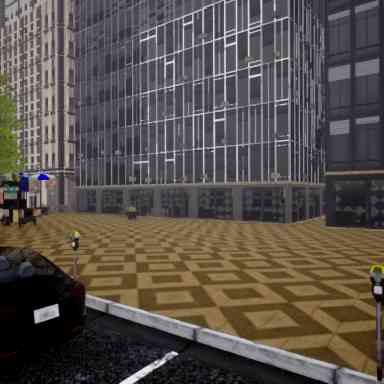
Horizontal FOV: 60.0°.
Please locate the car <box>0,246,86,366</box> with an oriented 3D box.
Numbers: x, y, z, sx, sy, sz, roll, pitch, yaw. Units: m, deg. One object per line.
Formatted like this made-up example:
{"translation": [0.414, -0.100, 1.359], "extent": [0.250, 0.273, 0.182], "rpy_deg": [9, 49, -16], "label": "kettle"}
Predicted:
{"translation": [-3.519, 1.566, 5.398], "extent": [4.313, 1.339, 1.947], "rpy_deg": [0, 0, 36], "label": "car"}
